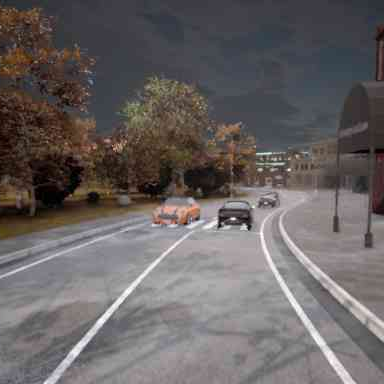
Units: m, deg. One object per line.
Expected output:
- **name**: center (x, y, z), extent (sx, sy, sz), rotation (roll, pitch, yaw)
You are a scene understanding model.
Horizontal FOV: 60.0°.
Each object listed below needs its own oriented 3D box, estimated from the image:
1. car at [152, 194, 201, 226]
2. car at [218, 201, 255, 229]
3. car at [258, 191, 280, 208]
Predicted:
- **car**: center (-0.851, 1.067, 20.898), extent (2.097, 1.767, 4.553), rotation (1, 1, 14)
- **car**: center (2.790, 1.263, 20.356), extent (1.882, 1.535, 5.008), rotation (1, 1, 13)
- **car**: center (8.787, 0.983, 37.751), extent (1.812, 1.442, 4.674), rotation (2, 2, 23)
